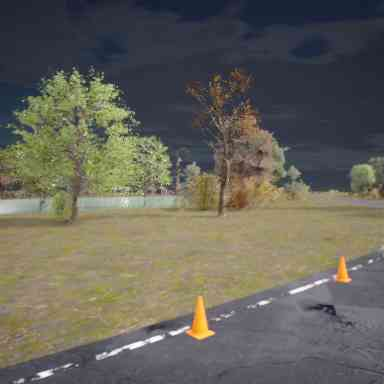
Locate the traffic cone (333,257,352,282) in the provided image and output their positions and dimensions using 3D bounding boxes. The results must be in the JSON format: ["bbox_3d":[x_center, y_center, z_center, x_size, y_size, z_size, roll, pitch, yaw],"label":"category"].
[{"bbox_3d":[3.823,1.938,8.443,0.340,0.580,0.340,0,0,-42],"label":"traffic cone"}]

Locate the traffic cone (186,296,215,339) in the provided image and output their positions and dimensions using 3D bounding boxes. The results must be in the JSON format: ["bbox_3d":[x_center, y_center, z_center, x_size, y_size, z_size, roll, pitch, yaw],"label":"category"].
[{"bbox_3d":[0.136,1.961,5.304,0.340,0.580,0.340,0,0,-39],"label":"traffic cone"}]
